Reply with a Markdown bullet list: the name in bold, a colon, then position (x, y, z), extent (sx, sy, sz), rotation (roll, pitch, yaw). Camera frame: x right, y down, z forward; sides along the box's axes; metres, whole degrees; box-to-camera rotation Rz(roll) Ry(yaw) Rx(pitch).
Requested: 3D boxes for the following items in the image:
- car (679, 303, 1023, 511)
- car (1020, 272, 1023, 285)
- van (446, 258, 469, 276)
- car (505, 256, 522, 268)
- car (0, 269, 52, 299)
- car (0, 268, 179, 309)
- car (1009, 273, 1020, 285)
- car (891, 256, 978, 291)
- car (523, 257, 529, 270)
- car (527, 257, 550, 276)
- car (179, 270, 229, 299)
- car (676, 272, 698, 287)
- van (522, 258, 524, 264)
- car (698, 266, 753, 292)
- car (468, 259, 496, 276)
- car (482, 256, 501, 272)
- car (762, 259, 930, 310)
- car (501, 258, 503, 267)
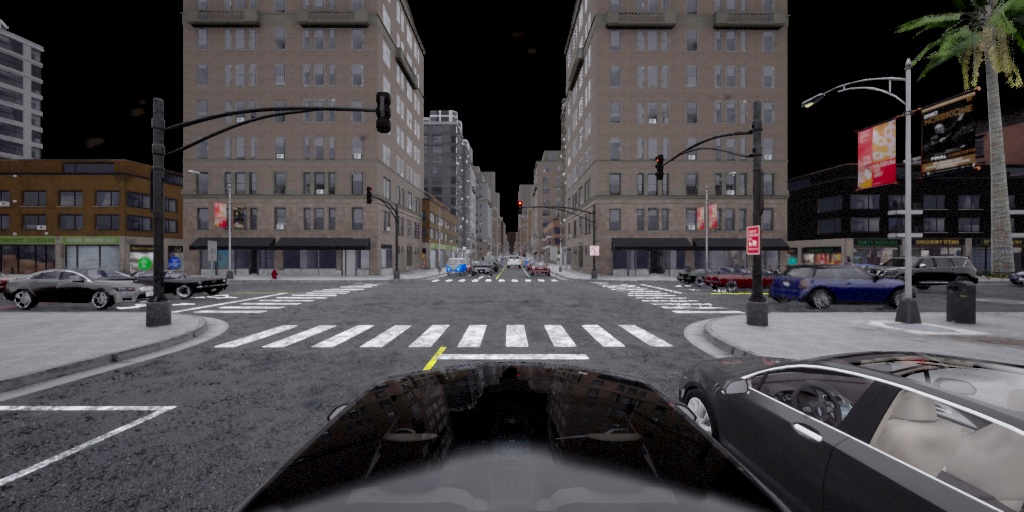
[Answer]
- **car**: position (2.669, 1.300, 2.246), extent (2.007, 1.370, 4.403), rotation (0, 0, 0)
- **car**: position (33.676, 1.407, 21.065), extent (4.718, 1.301, 1.895), rotation (0, 0, 0)
- **van**: position (-5.700, 1.093, 36.934), extent (1.690, 1.789, 3.998), rotation (0, 0, 0)
- **car**: position (0.379, 0.966, 60.905), extent (2.150, 2.045, 5.566), rotation (0, -1, 0)
- **car**: position (-25.830, 1.312, 17.325), extent (4.718, 1.301, 1.895), rotation (0, 0, 0)
- **car**: position (-16.648, 1.221, 14.107), extent (4.902, 1.511, 2.128), rotation (0, 0, 0)
- **car**: position (36.984, 1.335, 24.325), extent (4.674, 1.442, 1.812), rotation (0, 0, 0)
- **car**: position (23.611, 1.007, 21.022), extent (5.566, 2.045, 2.150), rotation (0, 0, 0)
- **car**: position (2.880, 1.193, 48.233), extent (1.967, 1.591, 4.097), rotation (0, 0, 0)
- **car**: position (2.825, 1.192, 36.895), extent (1.967, 1.591, 4.097), rotation (0, 0, 0)
- **car**: position (-16.669, 1.326, 17.378), extent (4.718, 1.301, 1.895), rotation (0, 0, -1)
- **car**: position (13.739, 1.365, 24.223), extent (4.718, 1.301, 1.895), rotation (0, 0, 0)
- **van**: position (2.934, 1.094, 59.572), extent (1.690, 1.789, 3.998), rotation (0, 0, 0)
- **car**: position (13.857, 1.370, 20.974), extent (4.718, 1.301, 1.895), rotation (0, 0, 0)
- **car**: position (-2.945, 1.316, 36.572), extent (1.994, 1.385, 4.181), rotation (0, 0, 0)
- **car**: position (-2.896, 0.974, 45.880), extent (2.150, 2.045, 5.566), rotation (0, 0, 0)
- **car**: position (13.035, 1.128, 14.269), extent (4.553, 1.767, 2.097), rotation (0, 0, 0)
- **car**: position (-2.847, 1.354, 55.671), extent (1.895, 1.301, 4.718), rotation (0, 0, 0)
